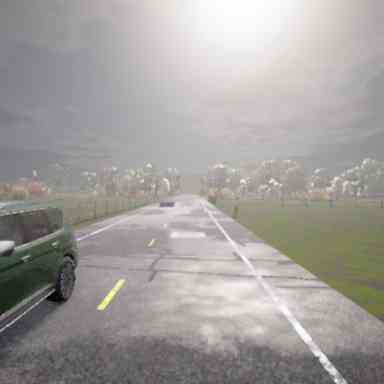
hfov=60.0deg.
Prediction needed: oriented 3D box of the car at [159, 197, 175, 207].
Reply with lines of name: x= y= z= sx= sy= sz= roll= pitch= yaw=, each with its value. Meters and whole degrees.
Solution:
car: x=-3.578 y=1.441 z=48.110 sx=1.994 sy=1.385 sz=4.181 roll=0 pitch=0 yaw=0

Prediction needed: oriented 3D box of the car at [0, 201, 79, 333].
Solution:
car: x=-3.600 y=1.207 z=5.245 sx=2.150 sy=2.045 sz=5.566 roll=0 pitch=0 yaw=0
